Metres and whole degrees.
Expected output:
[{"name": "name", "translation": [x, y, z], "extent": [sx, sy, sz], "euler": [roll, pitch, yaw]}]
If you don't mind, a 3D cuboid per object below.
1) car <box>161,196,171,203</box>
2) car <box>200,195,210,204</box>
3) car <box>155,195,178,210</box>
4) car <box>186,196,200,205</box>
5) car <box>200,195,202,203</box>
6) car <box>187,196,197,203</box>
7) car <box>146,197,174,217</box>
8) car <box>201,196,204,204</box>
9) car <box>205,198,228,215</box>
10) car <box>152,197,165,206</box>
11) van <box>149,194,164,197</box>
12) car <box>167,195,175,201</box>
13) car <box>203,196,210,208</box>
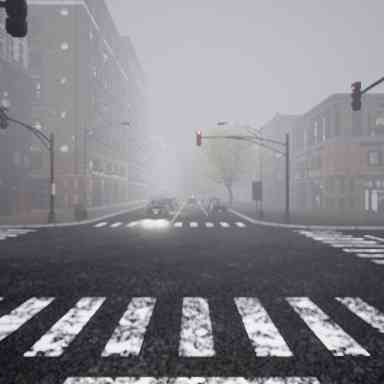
[{"name": "car", "translation": [-5.708, 1.626, 73.726], "extent": [2.008, 1.369, 4.403], "euler": [0, 0, 0]}, {"name": "car", "translation": [2.674, 1.503, 68.030], "extent": [1.967, 1.590, 4.097], "euler": [0, 0, 0]}, {"name": "car", "translation": [-3.102, 1.499, 41.430], "extent": [1.882, 1.535, 5.008], "euler": [0, 0, 0]}, {"name": "car", "translation": [-0.012, 1.613, 61.031], "extent": [1.994, 1.385, 4.181], "euler": [0, 0, 0]}, {"name": "car", "translation": [2.676, 1.602, 62.333], "extent": [2.008, 1.369, 4.403], "euler": [0, 0, 0]}, {"name": "car", "translation": [-0.015, 1.521, 71.038], "extent": [2.033, 1.411, 5.357], "euler": [0, 0, 0]}, {"name": "car", "translation": [-3.108, 1.501, 31.058], "extent": [2.128, 1.511, 4.902], "euler": [0, 0, 0]}, {"name": "car", "translation": [2.679, 1.465, 45.243], "extent": [1.967, 1.590, 4.097], "euler": [0, 0, 0]}, {"name": "car", "translation": [2.682, 1.563, 33.849], "extent": [2.008, 1.369, 4.403], "euler": [0, 0, 0]}, {"name": "car", "translation": [-5.704, 1.623, 56.636], "extent": [1.802, 1.307, 4.206], "euler": [0, 0, 0]}, {"name": "van", "translation": [-5.703, 1.374, 50.940], "extent": [1.690, 1.788, 3.998], "euler": [0, 0, 0]}, {"name": "car", "translation": [-5.712, 1.642, 90.648], "extent": [1.752, 1.417, 4.829], "euler": [0, 0, 0]}, {"name": "car", "translation": [2.681, 1.459, 39.547], "extent": [1.967, 1.590, 4.097], "euler": [0, 0, 0]}]
